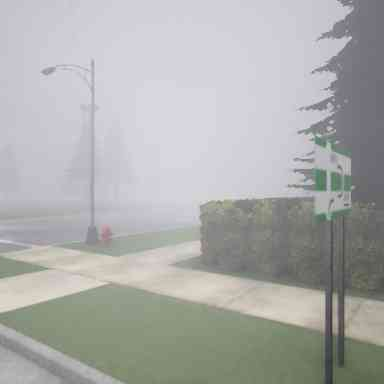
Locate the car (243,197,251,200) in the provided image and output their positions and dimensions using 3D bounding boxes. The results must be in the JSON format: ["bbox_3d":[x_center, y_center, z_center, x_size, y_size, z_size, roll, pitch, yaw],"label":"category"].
[{"bbox_3d":[10.515,1.547,57.659,2.033,1.411,5.357,0,0,38],"label":"car"}]

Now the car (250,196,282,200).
[{"bbox_3d":[10.153,1.526,45.286,1.812,1.442,4.674,0,0,36],"label":"car"}]
